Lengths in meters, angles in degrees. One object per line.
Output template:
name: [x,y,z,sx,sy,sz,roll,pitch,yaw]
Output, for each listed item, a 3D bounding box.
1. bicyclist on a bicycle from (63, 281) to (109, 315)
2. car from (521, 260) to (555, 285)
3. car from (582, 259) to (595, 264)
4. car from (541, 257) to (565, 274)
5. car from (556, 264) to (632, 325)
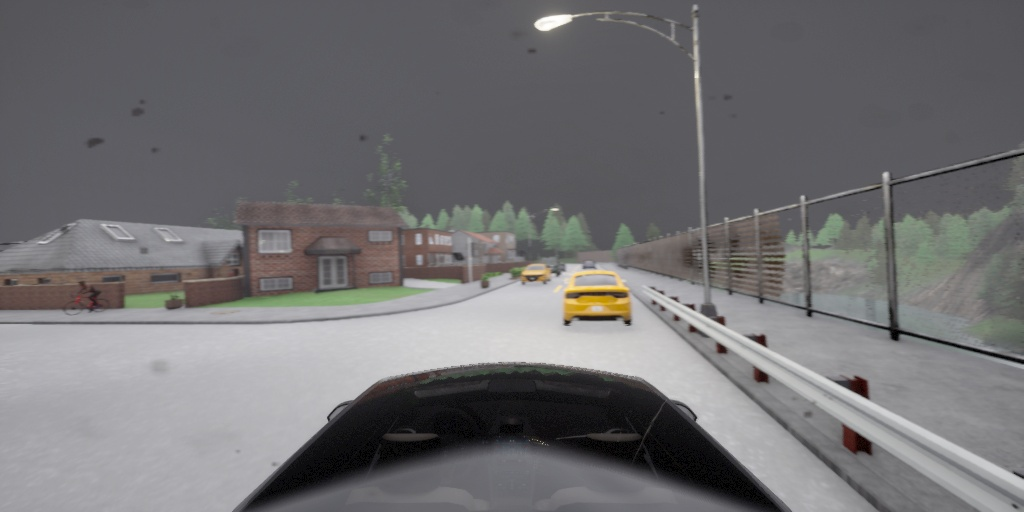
bicyclist on a bicycle: [-20.941,2.043,17.663,0.582,1.620,1.656,-2,0,12]
car: [1.988,1.373,28.511,1.882,1.535,5.008,-2,0,12]
car: [11.245,1.300,52.370,1.994,1.385,4.181,-2,0,12]
car: [4.063,1.118,38.236,2.150,2.045,5.566,-2,0,12]
car: [2.699,1.205,11.660,1.882,1.535,5.008,-2,0,12]
